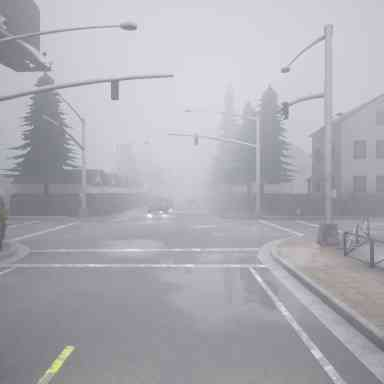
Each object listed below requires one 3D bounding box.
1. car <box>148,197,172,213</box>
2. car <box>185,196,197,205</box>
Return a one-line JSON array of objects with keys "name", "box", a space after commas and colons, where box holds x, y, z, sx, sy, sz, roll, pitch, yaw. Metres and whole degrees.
[{"name": "car", "box": [-3.666, 1.352, 37.036, 2.097, 1.767, 4.553, 0, 0, 0]}, {"name": "car", "box": [-0.108, 1.491, 59.238, 2.128, 1.511, 4.902, 0, 0, 0]}]
